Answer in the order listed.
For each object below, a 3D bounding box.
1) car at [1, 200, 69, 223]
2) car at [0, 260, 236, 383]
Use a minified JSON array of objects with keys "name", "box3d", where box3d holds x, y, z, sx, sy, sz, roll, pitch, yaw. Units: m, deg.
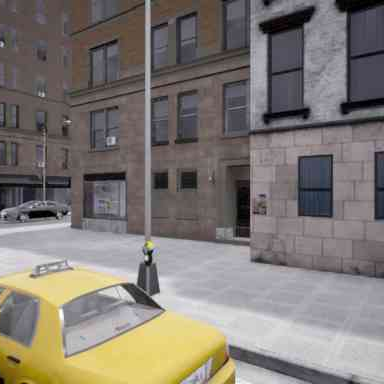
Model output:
[{"name":"car","box3d":[-11.707,1.402,25.035,2.128,1.511,4.902,0,0,32]},{"name":"car","box3d":[-1.873,1.525,4.082,4.829,1.417,1.752,0,0,34]}]
